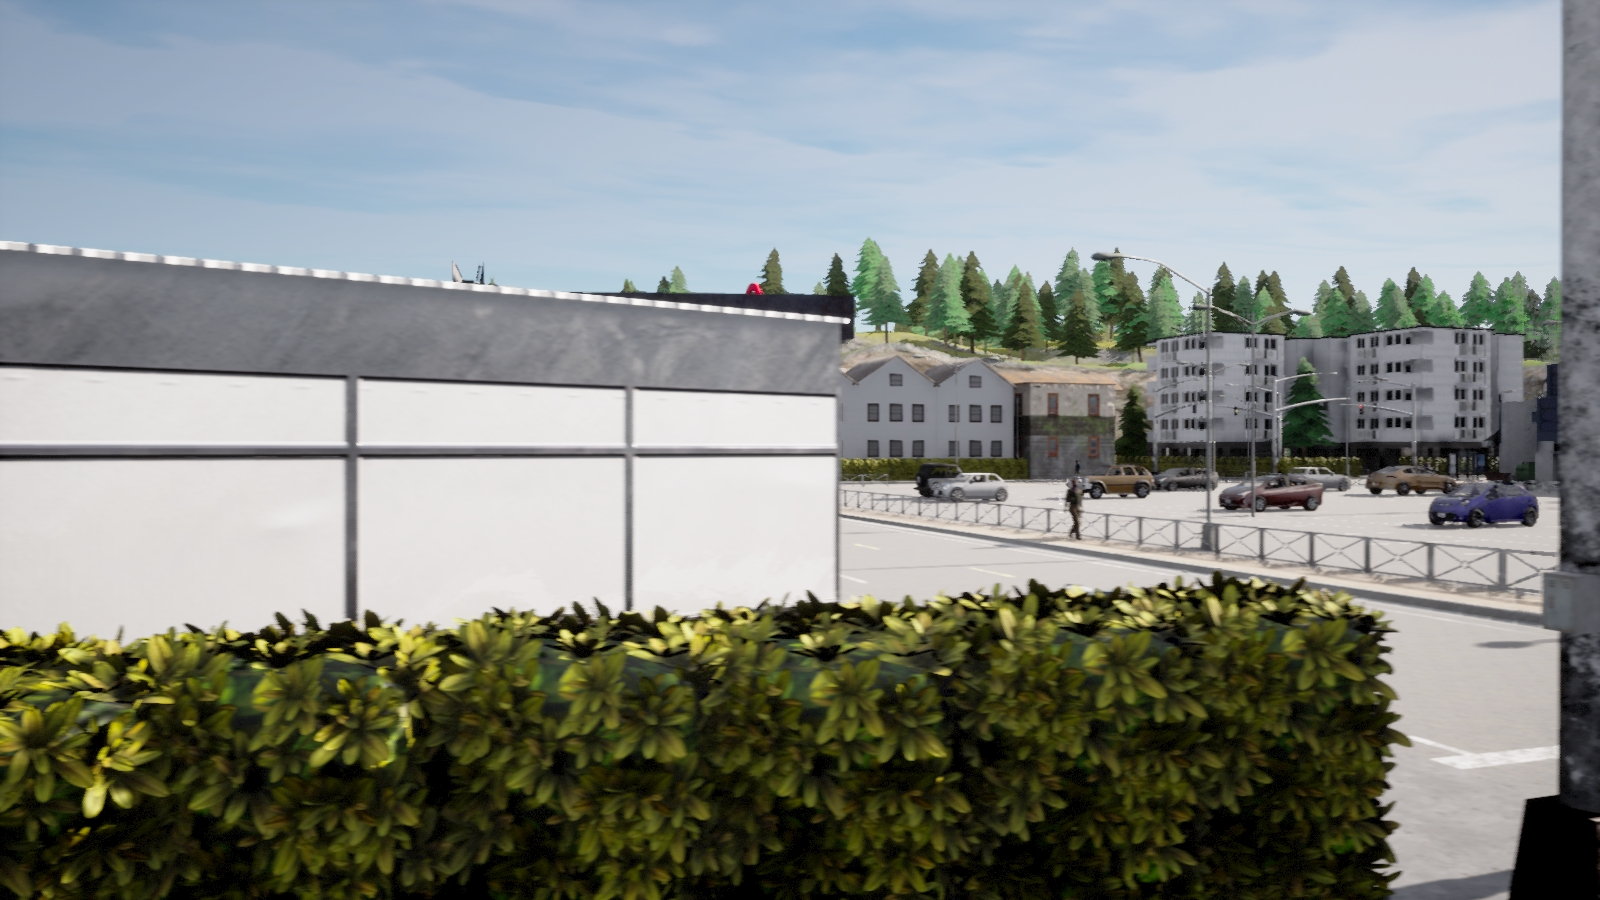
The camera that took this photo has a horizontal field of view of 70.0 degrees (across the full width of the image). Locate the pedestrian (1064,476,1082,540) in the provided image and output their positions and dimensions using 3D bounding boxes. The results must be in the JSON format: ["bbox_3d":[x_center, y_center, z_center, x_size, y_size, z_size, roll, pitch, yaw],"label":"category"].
[{"bbox_3d":[7.990,1.687,33.460,0.375,1.860,0.375,0,0,-20],"label":"pedestrian"}]
